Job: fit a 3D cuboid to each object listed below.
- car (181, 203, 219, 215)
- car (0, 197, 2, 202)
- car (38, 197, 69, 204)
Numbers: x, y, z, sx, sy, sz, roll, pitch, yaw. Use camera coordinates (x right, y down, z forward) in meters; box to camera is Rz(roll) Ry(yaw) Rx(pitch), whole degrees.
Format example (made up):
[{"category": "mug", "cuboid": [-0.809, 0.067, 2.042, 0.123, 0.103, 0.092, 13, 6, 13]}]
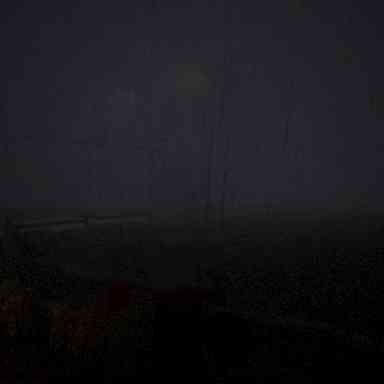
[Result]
[{"category": "car", "cuboid": [0.841, 1.628, 28.966, 1.994, 1.385, 4.181, 0, 0, 39]}, {"category": "car", "cuboid": [-40.810, 1.604, 67.625, 1.905, 1.878, 3.866, 0, 0, 38]}, {"category": "car", "cuboid": [-21.803, 1.674, 52.635, 2.242, 1.667, 4.611, 0, 0, 38]}]
